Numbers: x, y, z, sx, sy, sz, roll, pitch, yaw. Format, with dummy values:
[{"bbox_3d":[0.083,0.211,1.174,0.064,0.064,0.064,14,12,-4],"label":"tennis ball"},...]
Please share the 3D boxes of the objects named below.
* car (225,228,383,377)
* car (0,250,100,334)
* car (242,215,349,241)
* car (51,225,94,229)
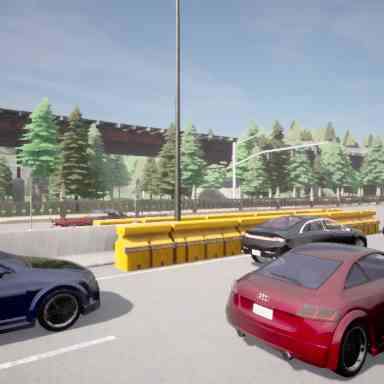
[{"bbox_3d":[2.583,1.564,5.603,4.181,1.385,1.994,0,0,-35],"label":"car"},{"bbox_3d":[-3.684,1.564,5.415,4.181,1.385,1.994,0,0,-36],"label":"car"},{"bbox_3d":[3.773,1.491,10.750,4.902,1.511,2.128,0,0,-36],"label":"car"},{"bbox_3d":[-4.970,1.601,17.650,4.718,1.301,1.895,0,0,-36],"label":"car"}]
